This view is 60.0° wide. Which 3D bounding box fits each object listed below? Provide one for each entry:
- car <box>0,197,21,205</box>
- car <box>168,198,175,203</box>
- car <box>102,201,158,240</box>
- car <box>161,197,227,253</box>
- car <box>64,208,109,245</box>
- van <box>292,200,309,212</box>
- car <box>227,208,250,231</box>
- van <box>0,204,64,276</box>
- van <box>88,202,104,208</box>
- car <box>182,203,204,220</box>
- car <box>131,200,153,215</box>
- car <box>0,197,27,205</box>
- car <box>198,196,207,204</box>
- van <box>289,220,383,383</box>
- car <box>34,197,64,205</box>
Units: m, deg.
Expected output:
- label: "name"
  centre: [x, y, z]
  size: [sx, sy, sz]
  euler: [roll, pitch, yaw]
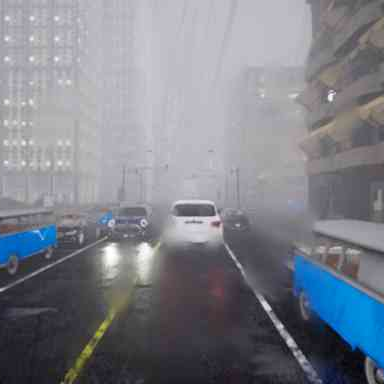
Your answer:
- label: "car"
  centre: [-32.366, 1.491, 57.747]
  size: [4.206, 1.307, 1.802]
  euler: [1, -1, 0]
- label: "car"
  centre: [-5.696, 2.369, 93.116]
  size: [1.752, 1.417, 4.829]
  euler: [0, -1, 0]
- label: "car"
  centre: [-3.100, 1.508, 17.973]
  size: [2.097, 1.767, 4.553]
  euler: [0, 0, 0]
- label: "car"
  centre: [0.092, 1.345, 14.380]
  size: [2.150, 2.045, 5.566]
  euler: [0, -1, 1]
- label: "car"
  centre: [-5.692, 1.689, 16.017]
  size: [2.008, 1.369, 4.403]
  euler: [0, 0, 0]
- label: "van"
  centre: [16.927, 2.138, 49.343]
  size: [3.998, 1.788, 1.690]
  euler: [1, -2, 0]
- label: "car"
  centre: [2.688, 1.739, 21.665]
  size: [2.008, 1.369, 4.403]
  euler: [0, -1, 0]
- label: "van"
  centre: [-5.692, 1.431, 10.370]
  size: [1.690, 1.788, 3.998]
  euler: [0, 0, 0]
- label: "van"
  centre: [-5.692, 1.529, 21.667]
  size: [1.690, 1.788, 3.998]
  euler: [0, -1, 0]
- label: "car"
  centre: [0.097, 1.841, 31.774]
  size: [1.994, 1.385, 4.181]
  euler: [0, -1, 0]
- label: "car"
  centre: [-5.693, 1.779, 38.611]
  size: [1.967, 1.590, 4.097]
  euler: [0, -1, 0]
- label: "car"
  centre: [-26.711, 1.538, 49.379]
  size: [4.206, 1.307, 1.802]
  euler: [1, -2, 0]
- label: "car"
  centre: [2.684, 2.108, 87.739]
  size: [2.192, 1.841, 5.009]
  euler: [0, -1, 0]
- label: "van"
  centre: [2.689, 1.383, 4.722]
  size: [1.690, 1.788, 3.998]
  euler: [0, 0, 0]
- label: "car"
  centre: [-21.134, 1.504, 49.395]
  size: [4.097, 1.590, 1.967]
  euler: [1, -2, 0]
